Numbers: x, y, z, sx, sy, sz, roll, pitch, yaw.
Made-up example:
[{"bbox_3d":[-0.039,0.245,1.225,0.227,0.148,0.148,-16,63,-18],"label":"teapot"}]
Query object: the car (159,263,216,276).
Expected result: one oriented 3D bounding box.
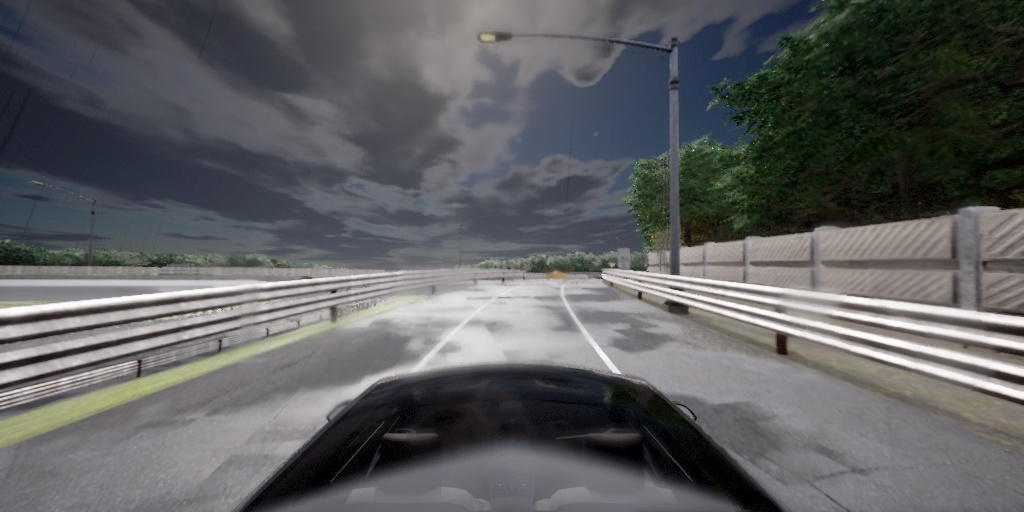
[{"bbox_3d":[-35.240,1.604,39.195,4.553,1.767,2.097,1,-3,-17],"label":"car"}]
